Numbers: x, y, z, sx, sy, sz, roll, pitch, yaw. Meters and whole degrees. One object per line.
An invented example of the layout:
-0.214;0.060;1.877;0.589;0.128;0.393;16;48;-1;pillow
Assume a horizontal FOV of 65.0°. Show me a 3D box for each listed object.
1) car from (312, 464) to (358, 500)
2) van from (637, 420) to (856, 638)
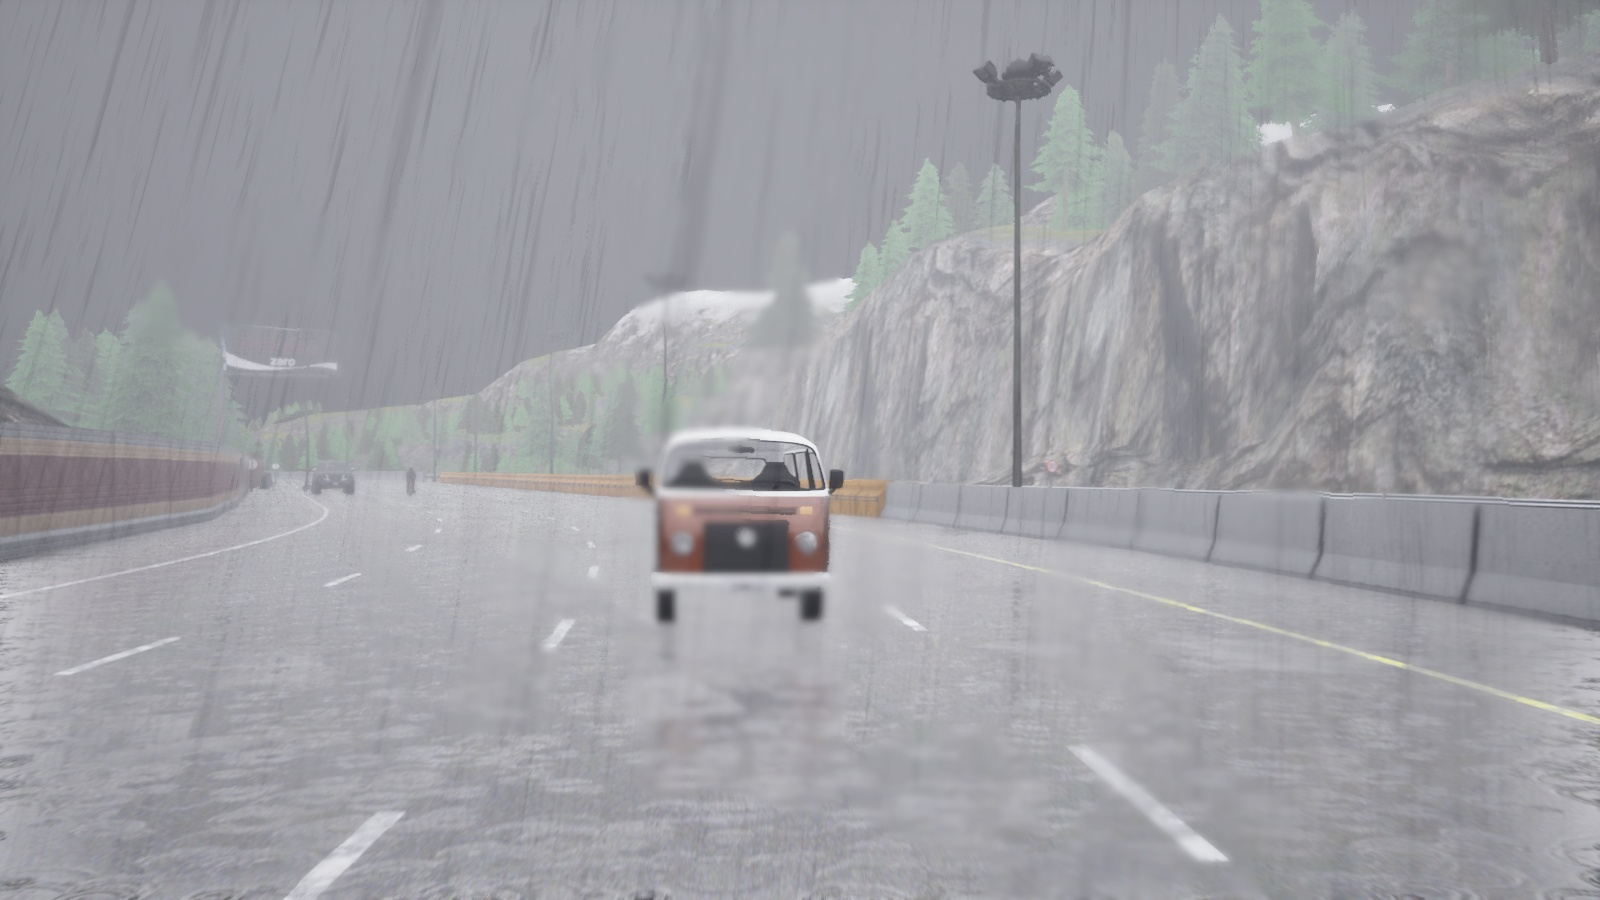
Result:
-27.772;1.906;74.927;2.150;2.045;5.566;0;-1;-24;car
-0.751;0.777;14.089;2.069;2.038;4.480;0;-1;-6;van
